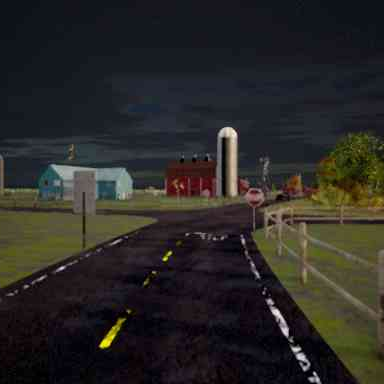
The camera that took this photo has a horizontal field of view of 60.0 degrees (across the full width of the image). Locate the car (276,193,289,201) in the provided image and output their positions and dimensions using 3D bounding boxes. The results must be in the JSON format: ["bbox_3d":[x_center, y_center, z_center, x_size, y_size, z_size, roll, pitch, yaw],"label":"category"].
[{"bbox_3d":[19.901,1.244,74.343,1.837,1.490,4.892,0,0,24],"label":"car"}]

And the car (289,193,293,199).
[{"bbox_3d":[24.101,0.945,83.849,2.097,1.767,4.553,0,0,24],"label":"car"}]
